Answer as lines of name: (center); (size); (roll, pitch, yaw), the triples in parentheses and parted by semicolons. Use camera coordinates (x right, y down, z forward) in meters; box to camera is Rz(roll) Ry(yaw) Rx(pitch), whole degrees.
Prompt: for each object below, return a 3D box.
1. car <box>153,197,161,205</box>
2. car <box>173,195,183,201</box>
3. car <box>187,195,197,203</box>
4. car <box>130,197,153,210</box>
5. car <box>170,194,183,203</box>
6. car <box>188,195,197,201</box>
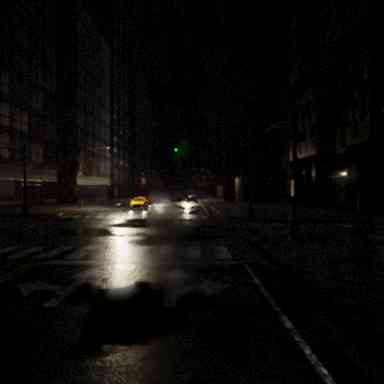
car: (-6.531, 1.501, 57.806); (1.895, 1.301, 4.718); (0, 0, 1)
car: (-3.230, 1.291, 76.704); (1.994, 1.385, 4.181); (0, 0, 0)
car: (0.017, 1.380, 66.284); (2.128, 1.511, 4.902); (0, 0, 0)
car: (-6.573, 1.403, 42.040); (1.882, 1.535, 5.008); (0, 0, 0)
car: (-3.233, 1.238, 66.637); (2.097, 1.767, 4.553); (0, 0, 0)
car: (0.020, 1.291, 76.703); (1.994, 1.385, 4.181); (0, 0, 0)
